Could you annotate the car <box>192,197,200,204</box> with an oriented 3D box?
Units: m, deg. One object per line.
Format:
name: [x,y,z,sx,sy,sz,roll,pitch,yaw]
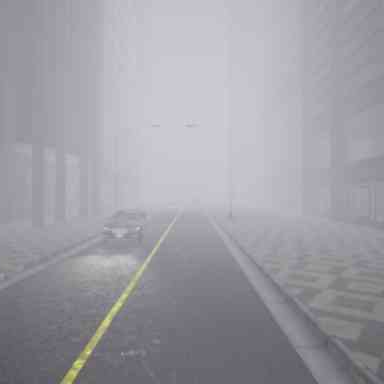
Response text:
car: [0.902,1.875,74.447,1.812,1.442,4.674,0,0,0]

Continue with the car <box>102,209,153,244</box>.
car: [-3.097,1.603,16.625,2.128,1.511,4.902,0,0,0]

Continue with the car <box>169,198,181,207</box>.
car: [-3.041,1.795,59.764,2.128,1.511,4.902,0,0,1]

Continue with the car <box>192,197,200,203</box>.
car: [0.901,1.871,80.449,1.837,1.490,4.892,0,0,0]

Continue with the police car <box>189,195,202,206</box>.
police car: [0.901,1.745,64.557,1.930,1.638,5.238,0,0,0]
